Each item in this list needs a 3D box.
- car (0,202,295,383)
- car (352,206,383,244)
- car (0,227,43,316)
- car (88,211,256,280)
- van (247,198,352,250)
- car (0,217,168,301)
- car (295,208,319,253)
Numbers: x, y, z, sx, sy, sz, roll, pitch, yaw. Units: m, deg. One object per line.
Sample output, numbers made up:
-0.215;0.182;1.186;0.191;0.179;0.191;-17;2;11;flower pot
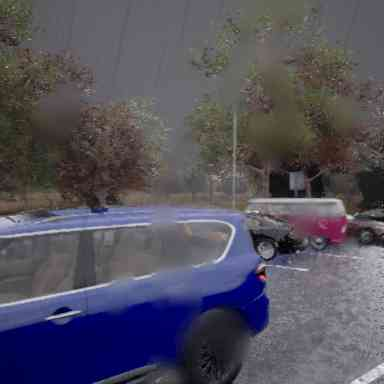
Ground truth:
-1.571;1.220;3.651;5.566;2.045;2.150;0;0;-35;car
6.644;1.512;15.738;4.674;1.452;2.002;-1;-1;36;car
-5.511;1.523;7.236;4.674;1.452;2.002;0;-1;35;car
-0.843;1.483;10.777;5.366;1.575;1.946;-1;0;35;car
4.092;1.253;14.123;4.442;1.987;1.878;-1;0;35;van
-3.115;1.524;8.953;4.674;1.452;2.002;-1;-1;35;car
1.750;1.481;12.362;5.008;1.535;2.097;-1;0;35;car
